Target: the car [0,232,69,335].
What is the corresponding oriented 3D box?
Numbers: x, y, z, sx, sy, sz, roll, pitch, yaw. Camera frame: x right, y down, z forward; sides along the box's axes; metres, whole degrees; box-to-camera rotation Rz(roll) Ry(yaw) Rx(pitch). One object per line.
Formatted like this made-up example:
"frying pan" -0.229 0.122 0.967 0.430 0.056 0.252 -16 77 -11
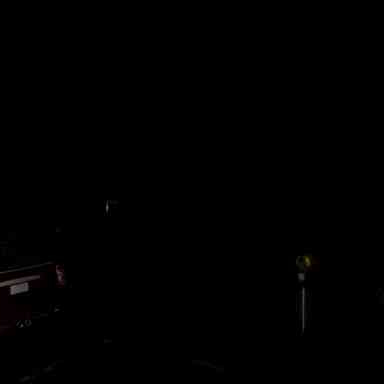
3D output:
"car" -4.109 1.440 6.012 4.097 1.590 1.967 0 0 36
